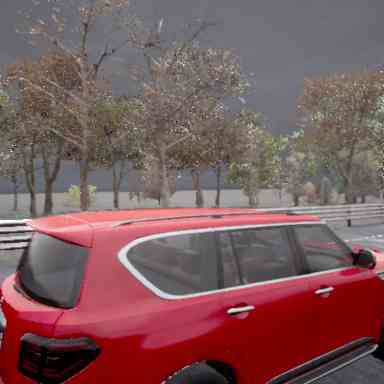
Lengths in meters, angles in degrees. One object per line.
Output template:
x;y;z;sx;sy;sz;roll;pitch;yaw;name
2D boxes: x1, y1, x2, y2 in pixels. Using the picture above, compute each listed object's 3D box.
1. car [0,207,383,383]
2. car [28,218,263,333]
0.671;1.215;4.188;5.566;2.045;2.150;0;0;-35;car
-0.805;1.497;7.422;4.892;1.490;1.837;0;0;-35;car
